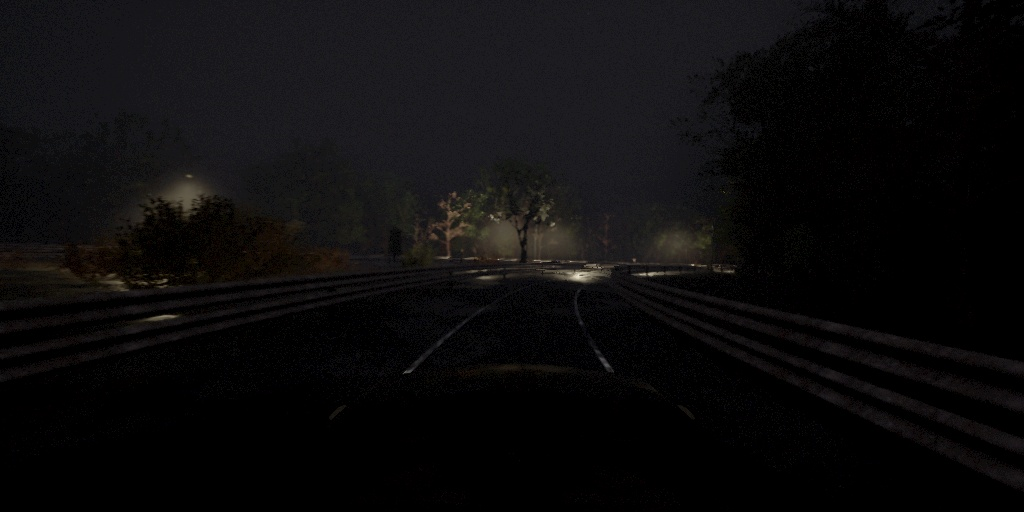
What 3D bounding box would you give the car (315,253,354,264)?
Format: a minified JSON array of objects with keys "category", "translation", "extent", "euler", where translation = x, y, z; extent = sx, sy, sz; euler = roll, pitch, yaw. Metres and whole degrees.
[{"category":"car","translation":[-24.687,0.265,50.033],"extent":[4.892,1.490,1.837],"euler":[2,0,-32]}]
